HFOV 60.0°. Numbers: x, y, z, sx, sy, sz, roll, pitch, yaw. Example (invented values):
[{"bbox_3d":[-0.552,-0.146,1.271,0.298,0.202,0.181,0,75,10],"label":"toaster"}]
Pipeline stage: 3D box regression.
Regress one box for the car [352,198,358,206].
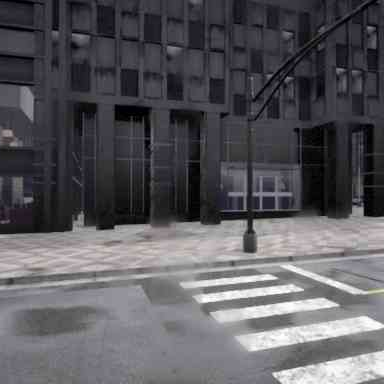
[{"bbox_3d":[22.550,1.333,49.221,1.994,1.385,4.181,0,-1,-16],"label":"car"}]
